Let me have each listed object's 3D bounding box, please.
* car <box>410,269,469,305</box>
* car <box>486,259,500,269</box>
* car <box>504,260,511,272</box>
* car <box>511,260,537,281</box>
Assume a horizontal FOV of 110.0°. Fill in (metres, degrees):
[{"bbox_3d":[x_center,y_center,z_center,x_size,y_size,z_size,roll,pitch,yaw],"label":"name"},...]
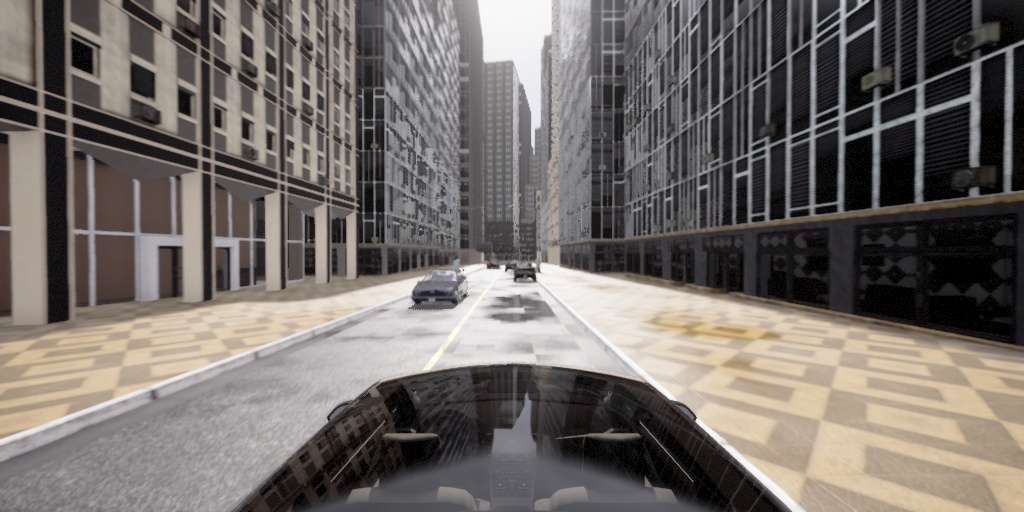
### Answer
[{"bbox_3d":[-3.102,1.319,16.543,2.033,1.411,5.357,0,0,0],"label":"car"},{"bbox_3d":[-3.055,1.219,58.449,2.097,1.767,4.553,0,0,0],"label":"car"},{"bbox_3d":[0.005,1.349,49.301,1.837,1.490,4.892,0,0,0],"label":"car"},{"bbox_3d":[1.048,1.304,30.321,1.837,1.490,4.892,0,0,0],"label":"car"}]
